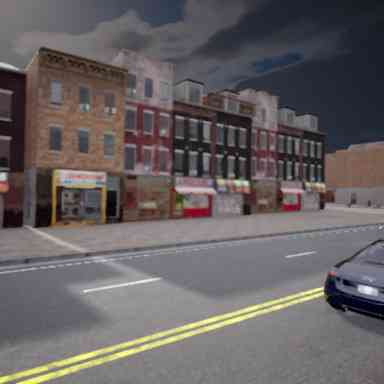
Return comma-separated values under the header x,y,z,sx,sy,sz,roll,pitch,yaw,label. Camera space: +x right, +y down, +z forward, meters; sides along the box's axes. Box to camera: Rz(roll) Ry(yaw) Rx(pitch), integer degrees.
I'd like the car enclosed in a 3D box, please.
x,y,z,sx,sy,sz,roll,pitch,yaw,label
4.583,1.642,6.805,4.181,1.385,1.994,1,-1,-36,car
